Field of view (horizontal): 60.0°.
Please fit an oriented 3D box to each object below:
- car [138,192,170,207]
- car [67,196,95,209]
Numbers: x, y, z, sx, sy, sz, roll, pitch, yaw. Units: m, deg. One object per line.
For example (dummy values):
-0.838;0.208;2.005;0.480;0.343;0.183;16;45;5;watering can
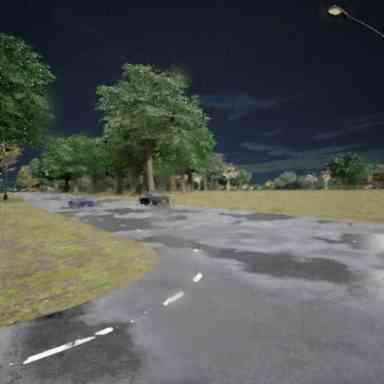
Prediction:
-4.252;0.794;36.540;1.882;1.535;5.008;-2;2;-33;car
-11.866;1.076;35.474;1.895;1.301;4.718;-2;2;-32;car
